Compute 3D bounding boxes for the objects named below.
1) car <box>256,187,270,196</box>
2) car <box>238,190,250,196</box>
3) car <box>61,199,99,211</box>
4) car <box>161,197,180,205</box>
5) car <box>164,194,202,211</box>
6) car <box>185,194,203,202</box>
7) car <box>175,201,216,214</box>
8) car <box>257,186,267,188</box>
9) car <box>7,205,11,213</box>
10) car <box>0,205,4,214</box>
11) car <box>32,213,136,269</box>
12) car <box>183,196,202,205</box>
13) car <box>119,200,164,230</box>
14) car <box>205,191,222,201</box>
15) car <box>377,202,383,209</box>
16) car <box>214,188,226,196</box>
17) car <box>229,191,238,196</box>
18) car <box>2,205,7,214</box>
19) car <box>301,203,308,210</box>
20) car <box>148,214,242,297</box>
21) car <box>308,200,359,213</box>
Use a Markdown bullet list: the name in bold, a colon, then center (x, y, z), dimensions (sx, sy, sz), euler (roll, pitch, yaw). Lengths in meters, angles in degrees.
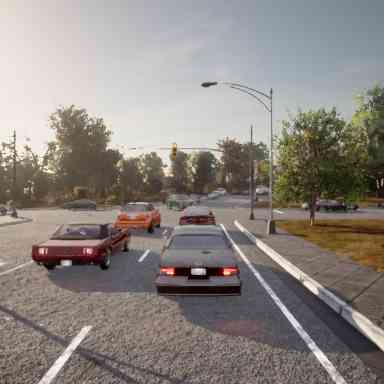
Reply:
- **car**: center (17.866, 0.264, 83.786), dimensions (1.895, 1.301, 4.718), euler (0, 3, 33)
- **car**: center (14.325, 0.261, 84.711), dimensions (2.128, 1.511, 4.902), euler (0, 3, 33)
- **car**: center (-14.497, 1.669, 43.112), dimensions (4.674, 1.442, 1.812), euler (-1, 1, -7)
- **car**: center (-3.908, 1.652, 61.441), dimensions (1.895, 1.301, 4.718), euler (0, 1, 18)
- **car**: center (-1.331, 1.333, 41.293), dimensions (2.150, 2.045, 5.566), euler (-1, 0, -28)
- **car**: center (0.481, 1.203, 73.231), dimensions (2.033, 1.411, 5.357), euler (0, 2, 23)
- **car**: center (0.330, 1.518, 18.539), dimensions (1.882, 1.535, 5.008), euler (0, 0, 2)
- **car**: center (20.017, -0.763, 93.188), dimensions (2.150, 2.045, 5.566), euler (0, 3, 38)
- **car**: center (-22.425, 1.745, 36.385), dimensions (4.902, 1.511, 2.128), euler (-1, 0, 2)
- **car**: center (-3.408, 1.222, 1.359), dimensions (2.150, 2.045, 5.566), euler (0, 0, -1)
- **car**: center (-3.336, 1.618, 11.130), dimensions (1.895, 1.301, 4.718), euler (0, 0, 1)
- **car**: center (0.178, 1.543, 62.641), dimensions (2.033, 1.411, 5.357), euler (0, 1, 19)
- **car**: center (-3.138, 1.397, 20.108), dimensions (2.097, 1.767, 4.553), euler (0, 0, 2)
- **car**: center (4.423, 1.098, 73.442), dimensions (1.812, 1.442, 4.674), euler (0, 2, 23)
- **car**: center (25.750, 1.401, 40.656), dimensions (5.357, 1.411, 2.033), euler (-2, 0, 3)
- **car**: center (6.976, 0.128, 86.064), dimensions (2.150, 2.045, 5.566), euler (0, 3, 28)
- **car**: center (11.208, 0.346, 86.321), dimensions (1.895, 1.301, 4.718), euler (0, 3, 30)
- **car**: center (-21.556, 1.708, 32.839), dimensions (4.902, 1.511, 2.128), euler (-1, 0, 4)
- **car**: center (16.053, 1.662, 41.249), dimensions (4.718, 1.301, 1.895), euler (-1, 0, 4)
- **car**: center (0.144, 1.558, 8.792), dimensions (2.033, 1.411, 5.357), euler (0, 0, 0)
- **car**: center (16.123, 1.646, 37.739), dimensions (4.718, 1.301, 1.895), euler (-1, 0, 4)
